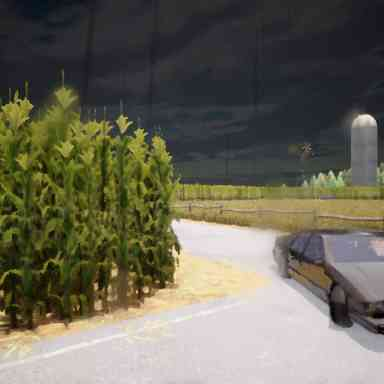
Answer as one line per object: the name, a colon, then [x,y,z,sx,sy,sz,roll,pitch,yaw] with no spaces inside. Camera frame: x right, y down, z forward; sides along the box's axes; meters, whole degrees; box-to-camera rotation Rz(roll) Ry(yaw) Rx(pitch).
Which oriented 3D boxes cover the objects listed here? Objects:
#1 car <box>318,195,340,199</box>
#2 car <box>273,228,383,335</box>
car: [30.408,1.505,73.873,5.008,1.535,1.882,0,0,-12]
car: [3.289,1.550,7.285,2.033,1.411,5.357,0,0,-2]
